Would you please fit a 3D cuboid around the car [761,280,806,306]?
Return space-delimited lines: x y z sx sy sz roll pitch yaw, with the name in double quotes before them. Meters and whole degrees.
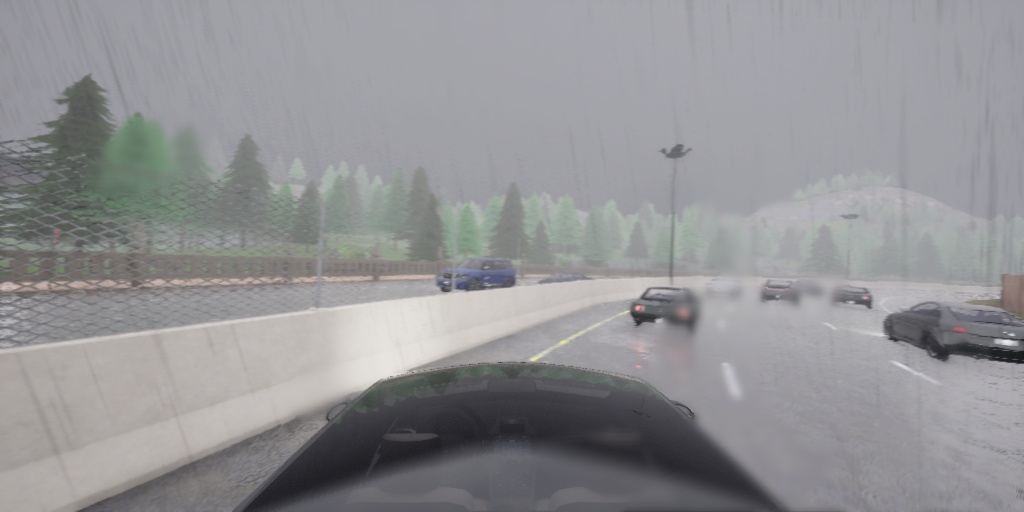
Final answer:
"car" 17.441 2.304 23.232 2.128 1.511 4.902 2 -1 39

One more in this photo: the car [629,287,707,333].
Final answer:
"car" 5.592 1.740 12.641 1.895 1.301 4.718 2 -1 30

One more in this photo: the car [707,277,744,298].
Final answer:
"car" 16.111 2.325 27.117 1.812 1.442 4.674 2 -1 41

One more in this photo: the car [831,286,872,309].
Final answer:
"car" 22.518 2.654 23.859 1.895 1.301 4.718 2 -1 42

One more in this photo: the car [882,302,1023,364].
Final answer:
"car" 12.035 1.964 9.711 1.994 1.385 4.181 2 -1 31

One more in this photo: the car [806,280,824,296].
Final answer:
"car" 27.861 2.984 33.786 4.181 1.385 1.994 3 -1 -42

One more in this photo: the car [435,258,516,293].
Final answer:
"car" -1.892 1.117 20.823 2.150 2.045 5.566 2 -1 33

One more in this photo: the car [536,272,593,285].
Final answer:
"car" 3.501 1.714 22.712 2.033 1.411 5.357 2 -1 35
